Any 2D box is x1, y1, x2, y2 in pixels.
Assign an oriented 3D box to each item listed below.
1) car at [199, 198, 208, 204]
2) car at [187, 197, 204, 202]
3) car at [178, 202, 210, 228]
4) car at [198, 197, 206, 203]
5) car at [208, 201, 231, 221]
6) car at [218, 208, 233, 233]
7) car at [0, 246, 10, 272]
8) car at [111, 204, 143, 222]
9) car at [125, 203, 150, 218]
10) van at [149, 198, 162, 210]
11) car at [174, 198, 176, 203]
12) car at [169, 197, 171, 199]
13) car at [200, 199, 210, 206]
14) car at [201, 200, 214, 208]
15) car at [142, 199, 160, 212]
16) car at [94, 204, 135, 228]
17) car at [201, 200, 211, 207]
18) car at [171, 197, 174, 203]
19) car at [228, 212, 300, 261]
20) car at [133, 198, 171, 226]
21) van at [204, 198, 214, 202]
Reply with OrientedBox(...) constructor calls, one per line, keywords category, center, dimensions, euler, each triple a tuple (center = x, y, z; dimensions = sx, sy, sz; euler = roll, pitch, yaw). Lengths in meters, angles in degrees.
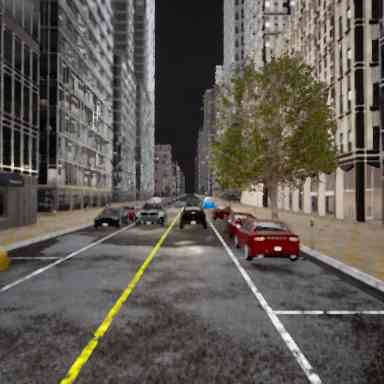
OrientedBox(category="car", center=(2.658, 2.231, 80.086), dimensions=(2.008, 1.369, 4.403), euler=(1, 0, 0))
OrientedBox(category="car", center=(0.078, 1.727, 41.198), dimensions=(2.097, 1.767, 4.553), euler=(0, 0, 0))
OrientedBox(category="car", center=(0.088, 1.732, 23.962), dimensions=(1.837, 1.490, 4.892), euler=(0, 0, 0))
OrientedBox(category="car", center=(2.654, 2.200, 91.241), dimensions=(1.967, 1.590, 4.097), euler=(1, 0, 0))
OrientedBox(category="car", center=(2.683, 1.821, 29.667), dimensions=(1.887, 1.381, 4.507), euler=(1, 0, 0))
OrientedBox(category="car", center=(2.688, 1.756, 18.318), dimensions=(1.802, 1.307, 4.206), euler=(1, -1, 0))
OrientedBox(category="car", center=(-5.687, 1.591, 6.817), dimensions=(1.752, 1.417, 4.829), euler=(1, -1, 0))
OrientedBox(category="car", center=(-5.698, 1.821, 29.686), dimensions=(1.887, 1.381, 4.507), euler=(1, -1, 0))
OrientedBox(category="car", center=(-5.701, 1.876, 35.363), dimensions=(2.008, 1.369, 4.403), euler=(1, -1, 0))
OrientedBox(category="van", center=(-5.707, 1.806, 52.390), dimensions=(1.690, 1.788, 3.998), euler=(1, 0, 0))
OrientedBox(category="car", center=(-5.729, 2.342, 91.268), dimensions=(1.802, 1.307, 4.206), euler=(1, 0, 0))
OrientedBox(category="car", center=(-5.715, 2.121, 63.738), dimensions=(1.947, 1.339, 4.313), euler=(1, 0, 0))
OrientedBox(category="car", center=(2.663, 2.166, 69.387), dimensions=(1.947, 1.339, 4.313), euler=(1, 0, 0))
OrientedBox(category="car", center=(2.669, 2.061, 58.040), dimensions=(2.008, 1.369, 4.403), euler=(1, 0, 0))
OrientedBox(category="car", center=(-5.705, 1.859, 46.713), dimensions=(1.967, 1.590, 4.097), euler=(1, 0, 0))
OrientedBox(category="car", center=(-5.696, 1.791, 24.012), dimensions=(1.947, 1.339, 4.313), euler=(1, -1, 0))
OrientedBox(category="car", center=(2.666, 2.138, 63.714), dimensions=(1.802, 1.307, 4.206), euler=(1, 0, 0))
OrientedBox(category="car", center=(-5.720, 2.188, 75.088), dimensions=(1.887, 1.381, 4.507), euler=(1, 0, 0))
OrientedBox(category="car", center=(2.690, 1.666, 12.646), dimensions=(1.887, 1.381, 4.507), euler=(1, -1, 0))
OrientedBox(category="car", center=(-3.014, 1.601, 25.465), dimensions=(2.097, 1.767, 4.553), euler=(0, -1, 0))
OrientedBox(category="van", center=(2.674, 1.806, 52.367), dimensions=(1.690, 1.788, 3.998), euler=(1, 0, 0))
